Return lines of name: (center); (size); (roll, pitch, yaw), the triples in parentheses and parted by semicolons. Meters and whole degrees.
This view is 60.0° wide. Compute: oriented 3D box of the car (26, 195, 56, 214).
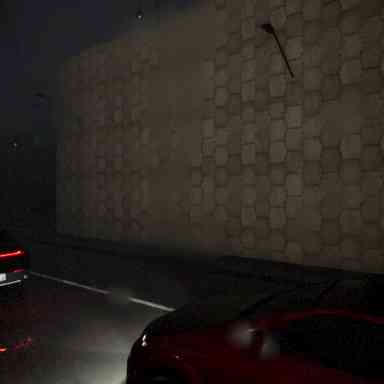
car: (-12.942, 1.061, 31.062); (2.128, 1.511, 4.902); (0, 5, 35)

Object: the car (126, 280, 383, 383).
car: (1.365, 1.564, 3.018); (4.181, 1.385, 1.994); (0, 0, 36)

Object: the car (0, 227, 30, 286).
car: (-5.882, 1.505, 8.193); (4.892, 1.490, 1.837); (0, 0, 36)
